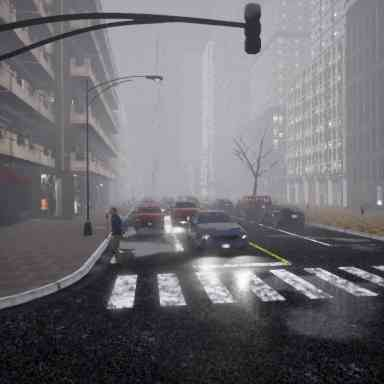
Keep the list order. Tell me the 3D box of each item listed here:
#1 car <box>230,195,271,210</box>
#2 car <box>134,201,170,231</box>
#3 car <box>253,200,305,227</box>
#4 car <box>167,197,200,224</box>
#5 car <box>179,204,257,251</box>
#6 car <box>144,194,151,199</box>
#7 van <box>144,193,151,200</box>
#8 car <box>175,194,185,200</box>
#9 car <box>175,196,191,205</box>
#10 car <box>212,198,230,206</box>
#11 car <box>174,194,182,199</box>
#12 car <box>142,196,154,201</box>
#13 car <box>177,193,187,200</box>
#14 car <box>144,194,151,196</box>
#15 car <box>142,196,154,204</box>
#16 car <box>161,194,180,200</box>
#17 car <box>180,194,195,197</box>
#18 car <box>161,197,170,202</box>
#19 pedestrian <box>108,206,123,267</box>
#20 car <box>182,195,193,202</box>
[{"bbox_3d":[4.969,1.178,26.918,2.192,1.841,5.009,0,0,-8],"label":"car"},{"bbox_3d":[-2.594,1.477,20.322,1.887,1.381,4.507,0,0,-8],"label":"car"},{"bbox_3d":[5.710,1.448,21.446,1.947,1.339,4.313,0,0,-8],"label":"car"},{"bbox_3d":[-0.500,1.382,24.131,1.882,1.535,5.008,0,0,-8],"label":"car"},{"bbox_3d":[0.837,1.488,14.247,2.033,1.411,5.357,0,0,-8],"label":"car"},{"bbox_3d":[-12.233,1.275,91.470,1.887,1.381,4.507,0,0,-8],"label":"car"},{"bbox_3d":[-11.492,1.083,85.996,1.690,1.788,3.998,0,0,-8],"label":"van"},{"bbox_3d":[-3.186,1.244,87.120,2.008,1.369,4.403,0,0,-8],"label":"car"},{"bbox_3d":[-1.582,1.334,55.207,2.033,1.411,5.357,0,0,-8],"label":"car"},{"bbox_3d":[3.486,1.393,37.864,1.947,1.339,4.313,0,0,-8],"label":"car"},{"bbox_3d":[-3.928,1.232,92.594,2.008,1.369,4.403,0,0,-8],"label":"car"},{"bbox_3d":[-4.819,1.421,36.740,1.887,1.381,4.507,0,0,-8],"label":"car"},{"bbox_3d":[-2.445,1.145,81.647,1.967,1.590,4.097,0,0,-8],"label":"car"},{"bbox_3d":[-6.278,1.367,47.517,1.752,1.417,4.829,0,0,-8],"label":"car"},{"bbox_3d":[-7.785,1.374,58.632,1.947,1.339,4.313,0,0,-8],"label":"car"},{"bbox_3d":[-3.188,1.329,44.310,2.128,1.511,4.902,0,0,-7],"label":"car"},{"bbox_3d":[-0.172,1.296,45.134,1.882,1.535,5.008,0,0,-7],"label":"car"},{"bbox_3d":[-1.832,1.472,33.999,1.895,1.301,4.718,0,0,-8],"label":"car"},{"bbox_3d":[-2.260,1.270,9.849,0.375,1.860,0.375,0,0,-8],"label":"pedestrian"},{"bbox_3d":[-0.963,1.296,70.702,1.947,1.339,4.313,0,0,-8],"label":"car"}]
